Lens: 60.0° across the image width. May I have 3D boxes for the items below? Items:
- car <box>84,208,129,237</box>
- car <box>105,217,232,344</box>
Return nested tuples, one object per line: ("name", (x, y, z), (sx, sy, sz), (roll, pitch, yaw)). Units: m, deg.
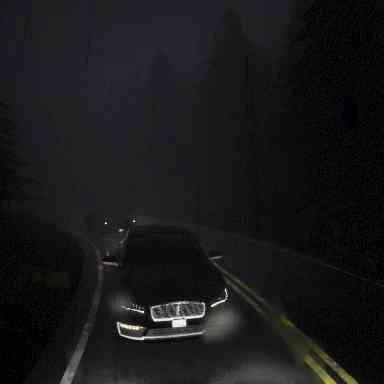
("car", (-4.630, 1.611, 18.542), (1.895, 1.301, 4.718), (-3, 1, -29))
("car", (-0.644, 1.495, 6.803), (1.837, 1.490, 4.892), (-1, 0, -11))
